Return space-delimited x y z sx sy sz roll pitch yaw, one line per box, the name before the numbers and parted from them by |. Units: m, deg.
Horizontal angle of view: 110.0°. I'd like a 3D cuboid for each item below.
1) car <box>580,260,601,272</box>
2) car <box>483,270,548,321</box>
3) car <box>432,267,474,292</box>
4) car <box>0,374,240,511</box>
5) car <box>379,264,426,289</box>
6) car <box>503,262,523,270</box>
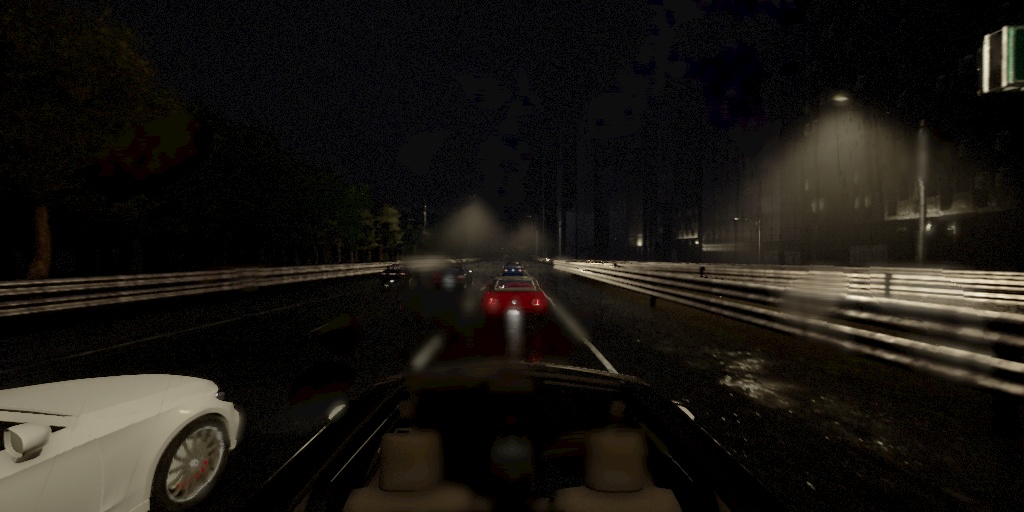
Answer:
car | 10.674 1.299 48.243 1.882 1.535 5.008 0 0 -14
car | 0.099 1.351 12.422 1.895 1.301 4.718 0 0 0
car | -3.397 1.316 21.350 1.994 1.385 4.181 0 0 0
car | -3.402 1.276 1.312 1.812 1.442 4.674 0 0 0
car | -6.898 1.244 23.038 2.128 1.511 4.902 0 0 0
car | 0.101 1.307 33.881 2.033 1.411 5.357 0 0 0
